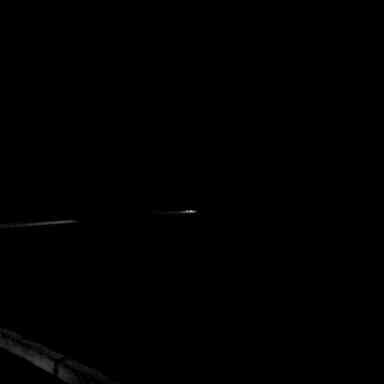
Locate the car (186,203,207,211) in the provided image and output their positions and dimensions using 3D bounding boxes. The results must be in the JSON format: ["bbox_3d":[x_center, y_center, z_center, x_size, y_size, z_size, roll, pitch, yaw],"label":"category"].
[{"bbox_3d":[0.788,2.518,56.385,1.994,1.385,4.181,-3,-2,32],"label":"car"}]

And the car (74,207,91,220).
[{"bbox_3d":[-11.053,2.313,37.722,2.128,1.511,4.902,-3,-2,32],"label":"car"}]
